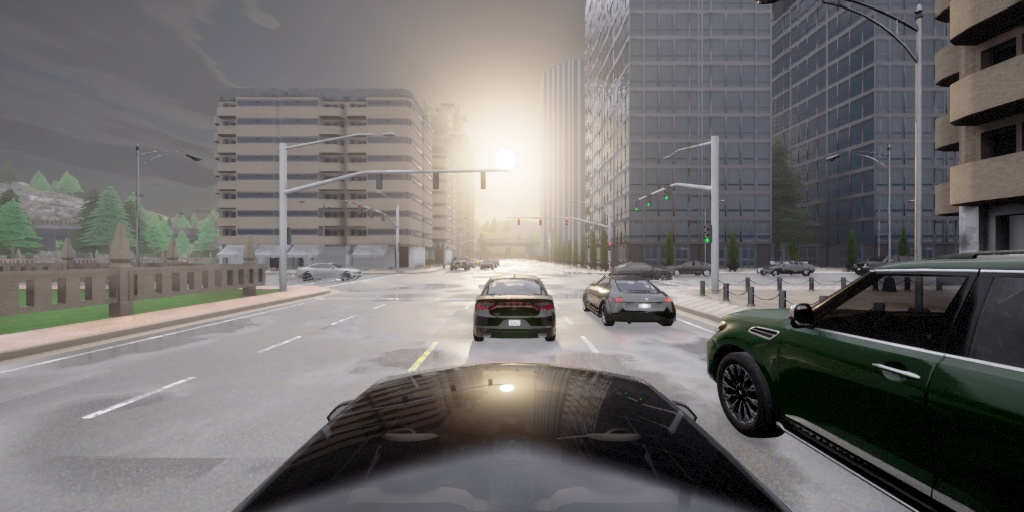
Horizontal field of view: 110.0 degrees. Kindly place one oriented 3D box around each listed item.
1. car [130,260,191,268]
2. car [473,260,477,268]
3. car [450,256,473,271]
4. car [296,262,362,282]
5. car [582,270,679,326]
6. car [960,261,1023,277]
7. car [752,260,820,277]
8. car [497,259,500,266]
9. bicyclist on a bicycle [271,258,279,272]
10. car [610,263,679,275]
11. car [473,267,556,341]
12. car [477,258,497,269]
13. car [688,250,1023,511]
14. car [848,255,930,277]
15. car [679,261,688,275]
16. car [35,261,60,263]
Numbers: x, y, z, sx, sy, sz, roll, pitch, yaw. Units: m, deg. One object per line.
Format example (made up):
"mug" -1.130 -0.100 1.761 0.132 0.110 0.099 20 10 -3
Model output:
"car" -28.114 1.220 28.421 4.674 1.442 1.812 0 0 8
"car" -7.103 1.255 59.303 1.837 1.490 4.892 0 0 0
"car" -7.114 0.972 49.599 2.150 2.045 5.566 0 0 0
"car" -14.165 1.220 27.867 4.674 1.442 1.812 0 0 -4
"car" 3.575 1.314 11.643 1.994 1.385 4.181 0 0 0
"car" 46.546 1.220 34.454 4.674 1.442 1.812 0 0 1
"car" 26.328 1.186 34.594 4.902 1.511 2.128 0 0 0
"car" -3.589 1.241 62.309 2.128 1.511 4.902 0 0 0
"bicyclist on a bicycle" -26.094 0.995 39.820 0.582 1.620 1.656 0 0 7
"car" 9.855 1.220 27.479 4.674 1.442 1.812 0 0 0
"car" 0.066 1.228 9.864 1.882 1.535 5.008 0 0 0
"car" -3.612 1.255 52.969 1.837 1.490 4.892 0 0 0
"car" 3.601 0.971 2.288 2.150 2.045 5.566 0 0 0
"car" 36.207 0.916 34.538 5.566 2.045 2.150 0 0 0
"car" 16.965 1.199 34.648 4.892 1.490 1.837 0 0 0
"car" -44.142 1.201 34.081 4.892 1.490 1.837 -1 0 33
